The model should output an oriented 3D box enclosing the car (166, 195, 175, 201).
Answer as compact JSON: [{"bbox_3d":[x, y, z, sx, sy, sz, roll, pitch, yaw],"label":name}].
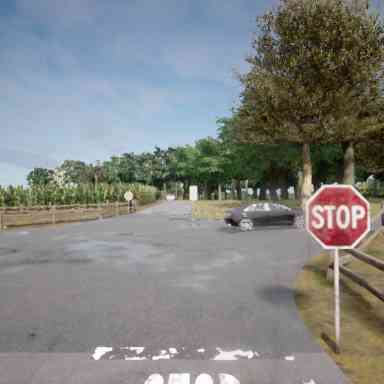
[{"bbox_3d":[-4.785,1.322,74.985,1.812,1.442,4.674,0,0,0],"label":"car"}]

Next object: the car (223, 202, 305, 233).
[{"bbox_3d":[4.143,1.285,17.954,4.902,1.511,2.128,-3,-2,0],"label":"car"}]
